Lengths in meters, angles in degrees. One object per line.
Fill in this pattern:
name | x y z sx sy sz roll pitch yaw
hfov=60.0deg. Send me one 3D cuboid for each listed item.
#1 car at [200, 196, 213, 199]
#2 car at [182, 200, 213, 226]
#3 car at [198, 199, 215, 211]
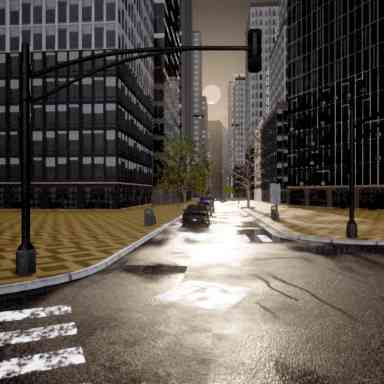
car | 2.030 1.553 45.963 2.150 2.045 5.566 0 0 5
car | 0.388 1.653 25.148 1.882 1.535 5.008 0 0 5
car | 1.193 1.776 35.336 1.812 1.442 4.674 0 0 5
